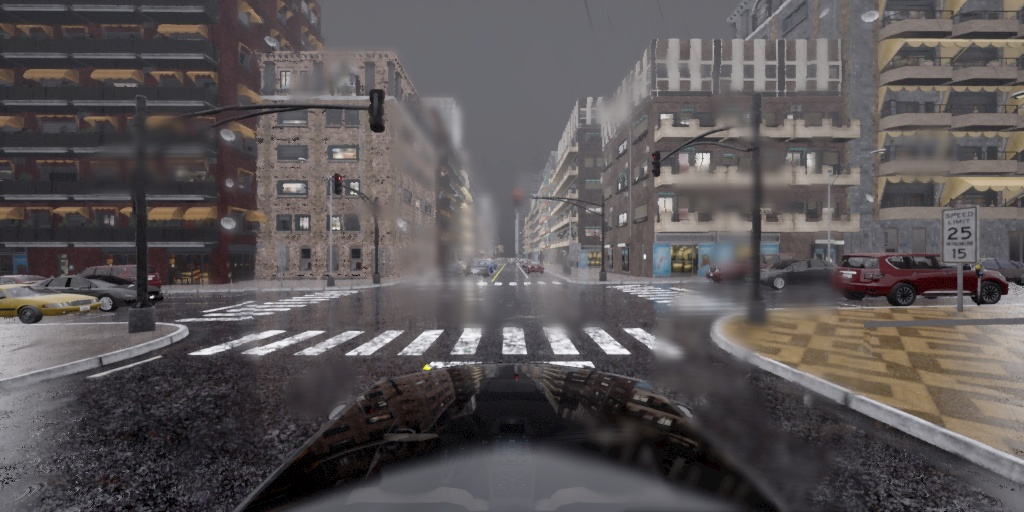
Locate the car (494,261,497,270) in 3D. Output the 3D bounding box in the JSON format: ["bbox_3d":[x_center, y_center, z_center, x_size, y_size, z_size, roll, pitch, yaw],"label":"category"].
[{"bbox_3d":[-3.192,1.237,43.437,1.882,1.535,5.008,0,0,0],"label":"car"}]

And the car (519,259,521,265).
[{"bbox_3d":[2.565,1.349,57.889,1.802,1.307,4.207,0,0,0],"label":"car"}]

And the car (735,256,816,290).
[{"bbox_3d":[14.933,0.947,18.933,4.892,1.490,1.837,-1,0,-1],"label":"car"}]

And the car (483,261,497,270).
[{"bbox_3d":[-3.207,1.365,53.434,1.895,1.301,4.718,0,0,0],"label":"car"}]

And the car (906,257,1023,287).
[{"bbox_3d":[24.723,0.807,19.044,5.357,1.411,2.033,-1,0,-1],"label":"car"}]

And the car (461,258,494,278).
[{"bbox_3d":[-3.172,1.247,34.014,2.128,1.511,4.902,0,0,0],"label":"car"}]

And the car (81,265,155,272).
[{"bbox_3d":[-23.642,1.462,21.069,5.009,1.841,2.192,0,0,-1],"label":"car"}]

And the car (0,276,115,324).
[{"bbox_3d":[-17.654,1.585,12.786,4.829,1.417,1.751,0,0,-1],"label":"car"}]

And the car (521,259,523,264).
[{"bbox_3d":[2.590,1.200,46.524,1.967,1.591,4.097,0,0,0],"label":"car"}]

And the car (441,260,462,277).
[{"bbox_3d":[-5.765,1.322,35.139,1.948,1.339,4.313,0,0,0],"label":"car"}]

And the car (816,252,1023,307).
[{"bbox_3d":[14.685,0.775,13.141,5.009,1.841,2.192,0,0,-1],"label":"car"}]

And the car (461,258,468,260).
[{"bbox_3d":[-5.777,1.284,40.651,1.751,1.417,4.829,0,0,0],"label":"car"}]

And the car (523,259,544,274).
[{"bbox_3d":[2.603,1.198,40.842,1.967,1.591,4.097,0,0,0],"label":"car"}]

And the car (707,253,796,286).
[{"bbox_3d":[14.531,0.759,21.520,5.009,1.841,2.192,0,0,-1],"label":"car"}]

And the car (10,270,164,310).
[{"bbox_3d":[-17.898,1.560,15.370,4.892,1.490,1.837,-1,0,-1],"label":"car"}]
